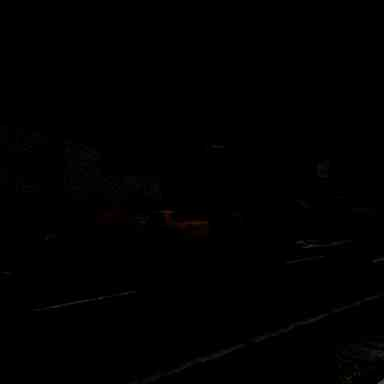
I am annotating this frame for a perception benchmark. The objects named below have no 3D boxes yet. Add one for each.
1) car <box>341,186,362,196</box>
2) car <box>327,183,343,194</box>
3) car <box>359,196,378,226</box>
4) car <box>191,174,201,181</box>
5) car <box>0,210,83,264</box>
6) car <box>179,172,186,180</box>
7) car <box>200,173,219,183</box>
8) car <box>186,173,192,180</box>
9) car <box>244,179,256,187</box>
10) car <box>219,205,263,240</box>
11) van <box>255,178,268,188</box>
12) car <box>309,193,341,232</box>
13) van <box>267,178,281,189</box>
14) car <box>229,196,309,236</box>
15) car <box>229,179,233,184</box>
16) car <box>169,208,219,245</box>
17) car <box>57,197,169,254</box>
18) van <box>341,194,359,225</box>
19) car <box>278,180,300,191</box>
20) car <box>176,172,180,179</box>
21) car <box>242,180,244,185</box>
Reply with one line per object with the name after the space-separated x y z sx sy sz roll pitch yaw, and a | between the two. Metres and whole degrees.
25.640 0.132 52.579 2.002 1.452 4.674 7 3 35 | car
23.945 -0.430 55.049 2.435 2.045 5.566 7 3 35 | car
10.795 1.401 24.062 4.553 1.767 2.185 -1 -1 35 | car
3.093 -3.703 84.518 2.435 2.045 5.566 7 3 34 | car
-6.445 1.523 11.952 4.792 1.488 2.163 -1 -1 34 | car
-0.439 -4.089 89.448 2.185 1.767 4.553 4 1 33 | car
4.948 -3.180 82.262 1.946 1.575 5.366 7 3 34 | car
1.295 -3.855 86.981 2.185 1.767 4.553 6 3 34 | car
13.647 -1.816 69.983 1.946 1.575 5.366 7 3 35 | car
0.918 1.546 17.164 4.674 1.452 2.002 -1 -1 35 | car
15.226 -1.768 67.254 1.878 1.987 4.442 7 4 35 | van
5.853 1.265 20.634 5.566 2.045 2.435 -1 -1 35 | car
16.959 -1.495 64.786 1.878 1.987 4.442 7 4 35 | van
3.342 1.260 18.925 5.566 2.045 2.435 -1 -1 35 | car
10.065 -2.321 74.760 2.002 1.452 4.674 7 3 35 | car
-1.686 1.501 15.532 5.366 1.575 1.946 -1 -1 34 | car
-4.003 1.246 13.701 5.566 2.045 2.435 -1 -1 34 | car
8.389 1.294 22.308 4.442 1.987 1.878 -1 -1 35 | van
18.722 -0.997 62.426 2.231 1.521 4.892 7 3 35 | car
-2.214 -4.367 91.793 2.435 2.045 5.566 1 -1 34 | car
11.812 -2.048 72.300 2.002 1.452 4.674 7 3 35 | car
